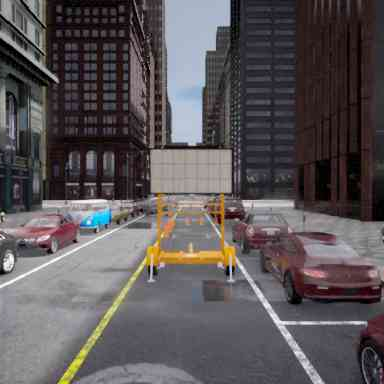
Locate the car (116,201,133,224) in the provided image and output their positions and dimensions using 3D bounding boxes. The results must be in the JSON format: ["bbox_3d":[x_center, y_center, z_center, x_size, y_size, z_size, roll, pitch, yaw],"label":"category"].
[{"bbox_3d":[-5.822,1.531,24.545,1.752,1.417,4.829,0,0,0],"label":"car"}]

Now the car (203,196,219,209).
[{"bbox_3d":[2.650,1.464,47.283,1.967,1.590,4.097,0,0,0],"label":"car"}]

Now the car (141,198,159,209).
[{"bbox_3d":[-5.874,1.574,47.262,2.008,1.369,4.403,0,0,0],"label":"car"}]

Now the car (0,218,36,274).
[{"bbox_3d":[-5.784,1.551,7.805,2.008,1.369,4.403,0,0,0],"label":"car"}]

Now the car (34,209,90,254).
[{"bbox_3d":[-5.796,1.583,13.443,1.802,1.307,4.206,0,0,0],"label":"car"}]

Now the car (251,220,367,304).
[{"bbox_3d":[2.741,1.582,7.831,1.802,1.307,4.206,0,0,0],"label":"car"}]

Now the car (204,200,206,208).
[{"bbox_3d":[2.677,1.579,36.011,1.947,1.339,4.313,0,0,0],"label":"car"}]

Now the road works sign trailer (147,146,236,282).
[{"bbox_3d":[-0.023,0.465,9.713,2.380,3.560,2.880,0,0,0],"label":"road works sign trailer"}]

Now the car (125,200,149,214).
[{"bbox_3d":[-5.848,1.579,35.989,1.947,1.339,4.313,0,0,0],"label":"car"}]

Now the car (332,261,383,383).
[{"bbox_3d":[2.755,1.582,2.194,1.802,1.307,4.206,0,0,0],"label":"car"}]

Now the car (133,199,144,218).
[{"bbox_3d":[-5.835,1.591,30.352,1.802,1.307,4.206,0,0,0],"label":"car"}]

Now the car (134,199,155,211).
[{"bbox_3d":[-5.861,1.584,41.625,1.947,1.339,4.313,0,0,0],"label":"car"}]

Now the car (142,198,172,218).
[{"bbox_3d":[-3.170,1.514,30.886,1.837,1.490,4.892,0,0,0],"label":"car"}]

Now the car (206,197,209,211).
[{"bbox_3d":[2.688,1.324,30.375,2.192,1.841,5.009,0,0,0],"label":"car"}]

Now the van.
[{"bbox_3d":[-5.810,1.344,19.079,1.690,1.788,3.998,0,0,0],"label":"van"}]

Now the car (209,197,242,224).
[{"bbox_3d":[2.701,1.321,24.738,2.192,1.841,5.009,0,0,0],"label":"car"}]

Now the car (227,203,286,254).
[{"bbox_3d":[2.728,1.441,13.467,1.967,1.590,4.097,0,0,0],"label":"car"}]

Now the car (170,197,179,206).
[{"bbox_3d":[-3.125,1.587,54.708,2.033,1.411,5.357,0,0,0],"label":"car"}]
